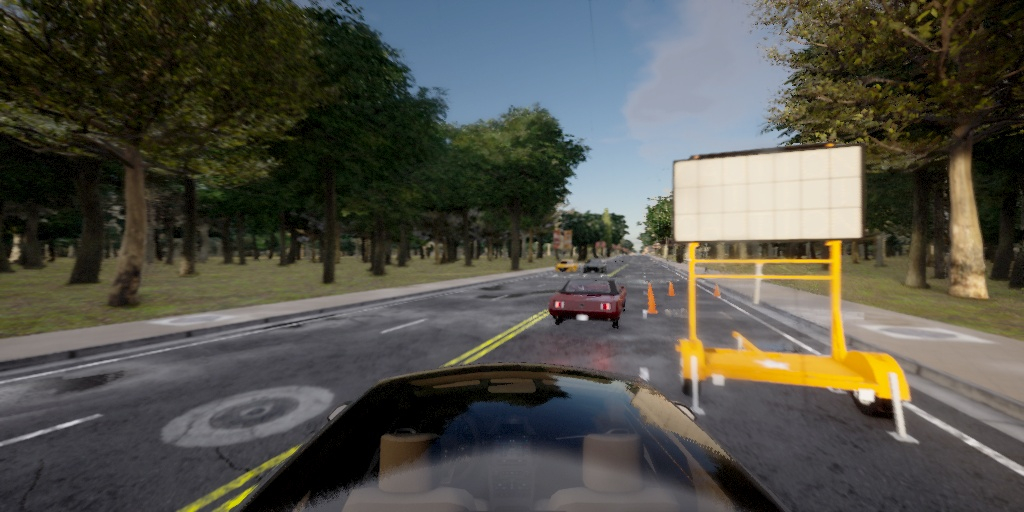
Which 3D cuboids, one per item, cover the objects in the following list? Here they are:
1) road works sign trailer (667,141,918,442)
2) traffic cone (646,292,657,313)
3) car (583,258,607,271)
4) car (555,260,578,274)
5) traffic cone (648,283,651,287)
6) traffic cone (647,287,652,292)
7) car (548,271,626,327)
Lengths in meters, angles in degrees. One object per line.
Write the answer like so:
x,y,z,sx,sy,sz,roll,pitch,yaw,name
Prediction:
3.759,0.189,5.505,2.380,3.560,2.880,0,0,20,road works sign trailer
4.891,1.669,12.549,0.340,0.580,0.340,0,0,20,traffic cone
8.999,1.020,38.790,2.097,1.767,4.553,0,0,20,car
6.300,1.161,40.875,1.882,1.535,5.008,0,0,20,car
6.279,1.659,16.300,0.340,0.580,0.340,0,0,20,traffic cone
5.585,1.664,14.425,0.340,0.580,0.340,0,0,20,traffic cone
2.623,1.329,11.529,1.895,1.301,4.718,0,0,20,car
